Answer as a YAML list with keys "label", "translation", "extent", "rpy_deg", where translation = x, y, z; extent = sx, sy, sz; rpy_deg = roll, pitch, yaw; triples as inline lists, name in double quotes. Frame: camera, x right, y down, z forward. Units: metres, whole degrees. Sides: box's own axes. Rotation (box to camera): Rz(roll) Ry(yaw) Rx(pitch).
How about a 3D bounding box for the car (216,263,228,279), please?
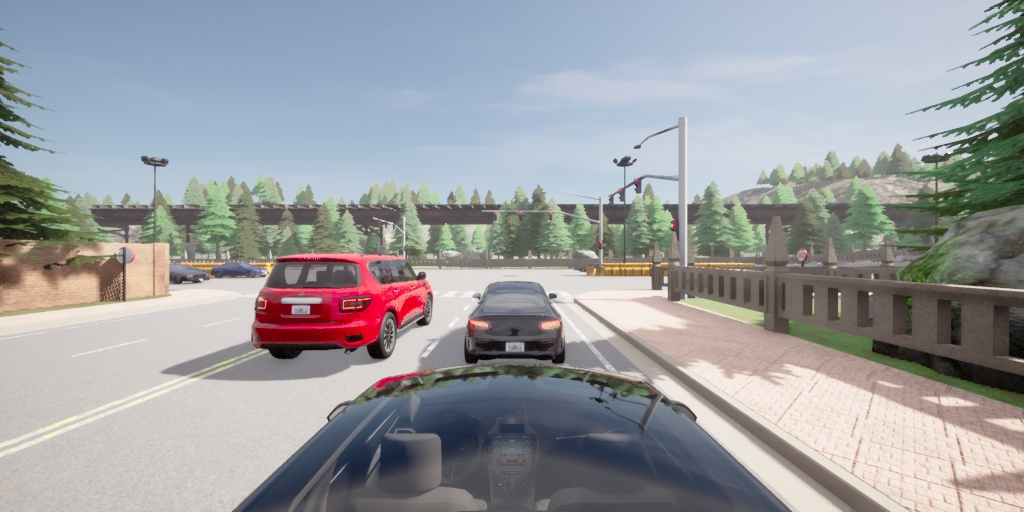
- label: "car"
  translation: [-24.700, 1.276, 32.594]
  extent: [4.674, 1.442, 1.812]
  rpy_deg: [0, 0, 0]

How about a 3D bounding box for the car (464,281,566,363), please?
- label: "car"
  translation: [0.062, 1.276, 7.980]
  extent: [1.812, 1.442, 4.674]
  rpy_deg: [0, 0, 0]

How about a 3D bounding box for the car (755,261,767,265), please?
- label: "car"
  translation: [33.647, 1.257, 46.577]
  extent: [5.357, 1.411, 2.033]
  rpy_deg: [-1, 0, 0]

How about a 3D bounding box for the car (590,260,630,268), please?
- label: "car"
  translation: [11.828, 1.297, 39.570]
  extent: [5.357, 1.411, 2.033]
  rpy_deg: [0, 0, -2]

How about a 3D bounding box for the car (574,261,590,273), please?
- label: "car"
  translation: [9.922, 1.242, 43.142]
  extent: [4.902, 1.511, 2.128]
  rpy_deg: [0, 0, 0]

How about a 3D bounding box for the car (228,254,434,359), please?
- label: "car"
  translation: [-3.441, 0.971, 8.531]
  extent: [2.150, 2.045, 5.566]
  rpy_deg: [0, 0, 0]

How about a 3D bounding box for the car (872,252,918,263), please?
- label: "car"
  translation: [46.831, 0.671, 43.023]
  extent: [4.674, 1.442, 1.812]
  rpy_deg: [-4, 0, 0]

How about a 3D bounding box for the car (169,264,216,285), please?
- label: "car"
  translation: [-24.846, 1.297, 25.595]
  extent: [5.357, 1.411, 2.033]
  rpy_deg: [0, 0, 0]

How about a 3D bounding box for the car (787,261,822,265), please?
- label: "car"
  translation: [33.842, 1.253, 39.579]
  extent: [5.357, 1.411, 2.033]
  rpy_deg: [-1, 0, 0]
